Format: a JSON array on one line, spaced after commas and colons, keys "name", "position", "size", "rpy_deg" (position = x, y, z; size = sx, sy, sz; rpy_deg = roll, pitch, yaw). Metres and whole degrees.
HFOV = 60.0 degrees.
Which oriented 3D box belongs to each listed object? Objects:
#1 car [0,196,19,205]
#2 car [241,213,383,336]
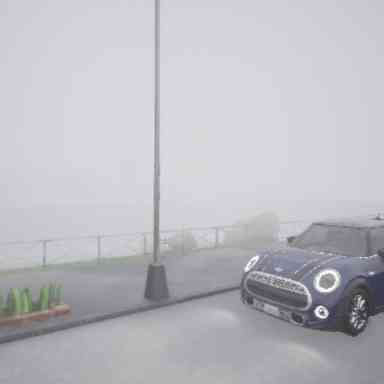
[{"name": "car", "position": [-32.480, 1.498, 56.936], "size": [5.008, 1.535, 1.882], "rpy_deg": [0, 0, -36]}, {"name": "car", "position": [3.148, 1.372, 6.848], "size": [4.553, 1.767, 2.097], "rpy_deg": [0, 0, -35]}]
